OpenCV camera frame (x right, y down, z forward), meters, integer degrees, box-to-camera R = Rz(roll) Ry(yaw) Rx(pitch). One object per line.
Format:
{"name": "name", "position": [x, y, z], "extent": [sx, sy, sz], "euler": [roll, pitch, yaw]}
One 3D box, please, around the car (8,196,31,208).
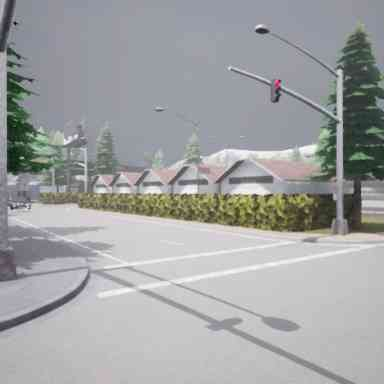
{"name": "car", "position": [-19.414, 1.179, 37.201], "extent": [2.097, 1.767, 4.553], "euler": [0, 0, -36]}
